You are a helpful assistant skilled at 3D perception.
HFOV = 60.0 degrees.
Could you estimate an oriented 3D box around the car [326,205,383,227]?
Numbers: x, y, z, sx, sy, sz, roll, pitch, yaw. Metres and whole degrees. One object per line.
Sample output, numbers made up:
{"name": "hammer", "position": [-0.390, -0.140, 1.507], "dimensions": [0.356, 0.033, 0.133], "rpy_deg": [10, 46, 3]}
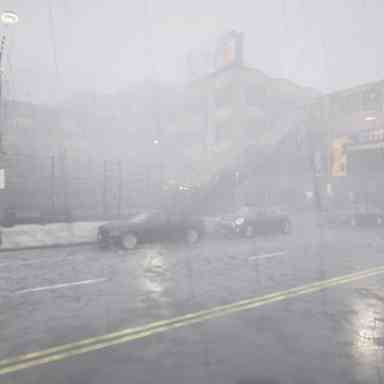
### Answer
{"name": "car", "position": [12.280, 1.749, 24.914], "dimensions": [4.892, 1.521, 2.231], "rpy_deg": [1, 0, -26]}

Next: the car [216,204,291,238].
{"name": "car", "position": [3.488, 1.504, 18.687], "dimensions": [4.553, 1.767, 2.185], "rpy_deg": [1, 0, -36]}

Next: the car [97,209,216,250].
{"name": "car", "position": [-1.663, 1.559, 14.843], "dimensions": [5.008, 1.535, 2.097], "rpy_deg": [1, 0, -36]}
